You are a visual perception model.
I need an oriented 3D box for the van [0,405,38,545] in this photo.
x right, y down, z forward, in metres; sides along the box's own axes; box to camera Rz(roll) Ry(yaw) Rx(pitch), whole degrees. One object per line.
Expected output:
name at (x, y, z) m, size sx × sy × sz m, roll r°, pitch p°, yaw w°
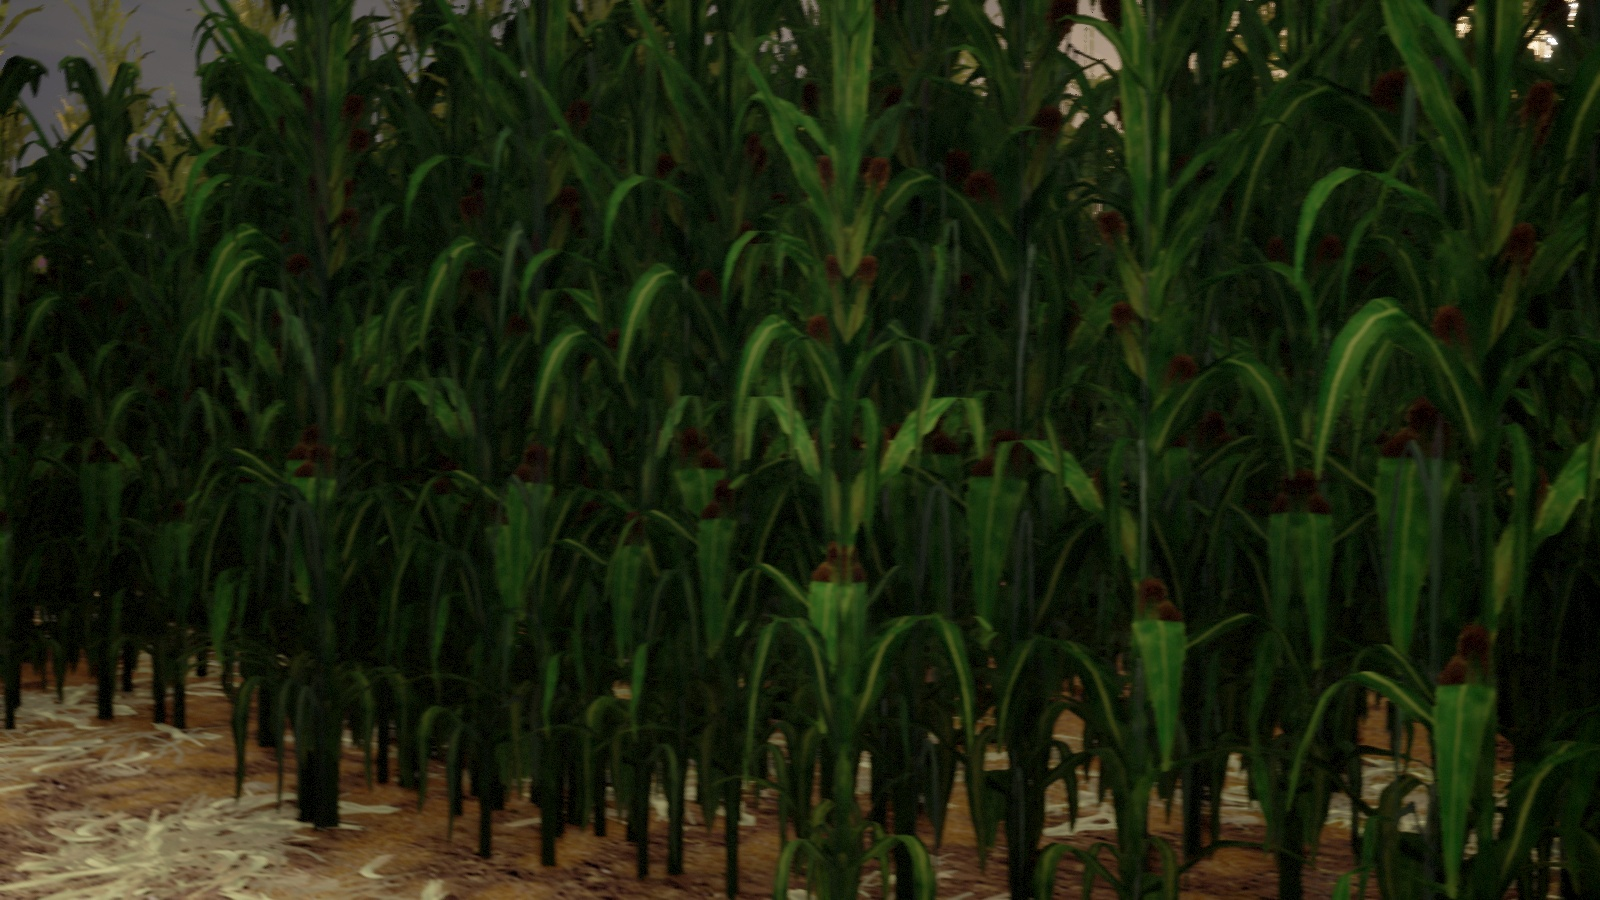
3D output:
van at (-13.028, 0.374, 16.835) m, size 1.775 × 1.987 × 4.442 m, roll 0°, pitch 1°, yaw 33°

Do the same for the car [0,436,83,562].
car at (-10.803, 0.596, 14.578) m, size 1.970 × 1.475 × 3.806 m, roll 0°, pitch 1°, yaw 33°
